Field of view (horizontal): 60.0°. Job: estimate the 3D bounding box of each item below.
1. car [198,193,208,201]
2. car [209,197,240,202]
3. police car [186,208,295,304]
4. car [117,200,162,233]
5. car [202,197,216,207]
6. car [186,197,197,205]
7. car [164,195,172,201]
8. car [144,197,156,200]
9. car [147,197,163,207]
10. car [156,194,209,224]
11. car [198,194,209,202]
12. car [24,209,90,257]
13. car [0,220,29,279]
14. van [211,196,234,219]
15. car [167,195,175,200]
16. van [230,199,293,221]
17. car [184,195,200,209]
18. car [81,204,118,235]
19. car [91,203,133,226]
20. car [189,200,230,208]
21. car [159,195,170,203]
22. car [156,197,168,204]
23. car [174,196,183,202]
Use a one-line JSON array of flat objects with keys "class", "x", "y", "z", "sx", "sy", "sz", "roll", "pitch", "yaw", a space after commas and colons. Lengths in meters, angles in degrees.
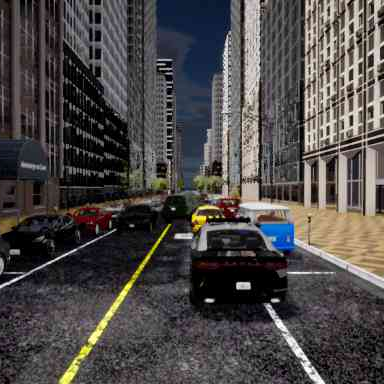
[{"class": "car", "x": 2.597, "y": 1.293, "z": 81.108, "sx": 2.192, "sy": 1.841, "sz": 5.009, "roll": -1, "pitch": 0, "yaw": 0}, {"class": "car", "x": 2.654, "y": 1.309, "z": 24.271, "sx": 2.192, "sy": 1.841, "sz": 5.009, "roll": -1, "pitch": 0, "yaw": 0}, {"class": "police car", "x": 0.889, "y": 1.423, "z": 8.357, "sx": 1.930, "sy": 1.638, "sz": 5.238, "roll": 0, "pitch": 0, "yaw": 0}, {"class": "car", "x": -3.121, "y": 1.473, "z": 19.735, "sx": 1.882, "sy": 1.535, "sz": 5.008, "roll": 0, "pitch": 0, "yaw": 0}, {"class": "car", "x": 2.628, "y": 1.538, "z": 52.688, "sx": 2.008, "sy": 1.369, "sz": 4.403, "roll": -1, "pitch": 0, "yaw": 0}, {"class": "car", "x": -0.062, "y": 1.549, "z": 59.258, "sx": 1.994, "sy": 1.385, "sz": 4.181, "roll": 0, "pitch": 0, "yaw": 0}, {"class": "car", "x": -5.781, "y": 1.503, "z": 80.929, "sx": 1.752, "sy": 1.417, "sz": 4.829, "roll": -1, "pitch": 0, "yaw": 0}, {"class": "car", "x": -5.741, "y": 1.541, "z": 41.313, "sx": 2.008, "sy": 1.369, "sz": 4.403, "roll": -1, "pitch": 0, "yaw": 0}, {"class": "car", "x": -5.753, "y": 1.538, "z": 52.680, "sx": 2.008, "sy": 1.369, "sz": 4.403, "roll": -1, "pitch": 0, "yaw": 0}, {"class": "car", "x": -0.169, "y": 1.214, "z": 24.631, "sx": 2.150, "sy": 2.045, "sz": 5.566, "roll": -1, "pitch": 0, "yaw": 24}, {"class": "car", "x": 2.602, "y": 1.295, "z": 75.423, "sx": 2.192, "sy": 1.841, "sz": 5.009, "roll": -1, "pitch": 0, "yaw": 0}, {"class": "car", "x": -5.712, "y": 1.563, "z": 12.895, "sx": 1.947, "sy": 1.339, "sz": 4.313, "roll": -1, "pitch": 0, "yaw": 0}, {"class": "car", "x": -5.707, "y": 1.549, "z": 7.211, "sx": 2.008, "sy": 1.369, "sz": 4.403, "roll": -1, "pitch": 0, "yaw": 0}, {"class": "van", "x": 2.649, "y": 1.334, "z": 29.954, "sx": 1.690, "sy": 1.788, "sz": 3.998, "roll": -1, "pitch": 0, "yaw": 0}, {"class": "car", "x": -5.793, "y": 1.539, "z": 92.466, "sx": 1.947, "sy": 1.339, "sz": 4.313, "roll": -1, "pitch": 0, "yaw": 0}, {"class": "van", "x": 2.666, "y": 1.338, "z": 12.903, "sx": 1.690, "sy": 1.788, "sz": 3.998, "roll": -1, "pitch": 0, "yaw": 0}, {"class": "car", "x": -0.028, "y": 1.341, "z": 46.158, "sx": 2.097, "sy": 1.767, "sz": 4.553, "roll": 0, "pitch": 0, "yaw": 0}, {"class": "car", "x": -5.718, "y": 1.540, "z": 18.578, "sx": 1.887, "sy": 1.381, "sz": 4.507, "roll": -1, "pitch": 0, "yaw": 0}, {"class": "car", "x": -5.725, "y": 1.545, "z": 24.262, "sx": 2.008, "sy": 1.369, "sz": 4.403, "roll": -1, "pitch": 0, "yaw": 0}, {"class": "car", "x": 0.880, "y": 1.451, "z": 18.437, "sx": 1.801, "sy": 1.575, "sz": 5.366, "roll": 0, "pitch": 0, "yaw": 0}, {"class": "car", "x": -5.771, "y": 1.422, "z": 69.731, "sx": 1.967, "sy": 1.590, "sz": 4.097, "roll": -1, "pitch": 0, "yaw": 0}, {"class": "car", "x": -5.764, "y": 1.565, "z": 64.047, "sx": 1.802, "sy": 1.307, "sz": 4.206, "roll": -1, "pitch": 0, "yaw": 0}, {"class": "car", "x": -3.076, "y": 1.581, "z": 75.017, "sx": 1.895, "sy": 1.301, "sz": 4.718, "roll": 0, "pitch": 0, "yaw": 0}]
